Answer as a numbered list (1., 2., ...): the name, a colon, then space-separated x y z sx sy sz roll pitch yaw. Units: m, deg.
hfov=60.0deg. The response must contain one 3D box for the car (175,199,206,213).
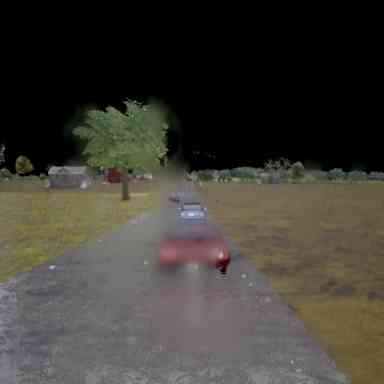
1. car: 0.026 1.456 23.721 2.033 1.411 5.357 0 0 0

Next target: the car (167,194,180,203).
1. car: -2.853 0.963 51.533 2.033 1.411 5.357 0 2 0

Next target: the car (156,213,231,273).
1. car: 0.052 1.566 10.485 1.895 1.301 4.718 0 0 0
